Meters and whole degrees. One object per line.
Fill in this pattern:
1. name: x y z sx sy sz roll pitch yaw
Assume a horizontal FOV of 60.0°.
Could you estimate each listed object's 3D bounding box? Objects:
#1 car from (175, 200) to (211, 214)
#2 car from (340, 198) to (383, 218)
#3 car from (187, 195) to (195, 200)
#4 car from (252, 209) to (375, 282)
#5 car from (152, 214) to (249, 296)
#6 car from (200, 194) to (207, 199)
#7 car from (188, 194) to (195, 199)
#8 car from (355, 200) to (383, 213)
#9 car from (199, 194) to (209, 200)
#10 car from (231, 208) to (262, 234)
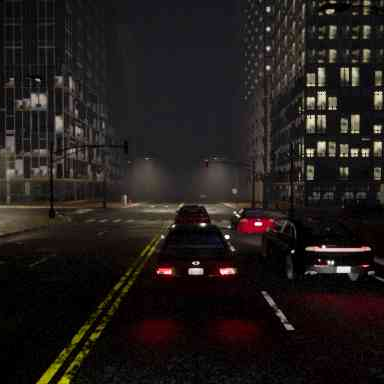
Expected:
1. car: 0.061 1.467 18.609 1.882 1.535 5.008 0 0 1
2. car: 16.130 1.517 30.256 5.009 1.841 2.192 1 0 1
3. car: -0.193 1.438 81.422 1.812 1.442 4.674 0 0 0
4. car: 3.326 1.487 9.704 2.128 1.511 4.902 0 0 0
5. car: 0.081 1.543 8.789 2.033 1.411 5.357 0 0 0
6. car: 3.033 1.262 91.431 1.812 1.442 4.674 0 0 0
7. car: -0.217 1.333 91.454 1.895 1.301 4.718 0 0 0
8. car: 21.719 1.641 38.555 4.829 1.417 1.752 1 0 1
9. car: 3.057 1.509 81.459 1.895 1.301 4.718 0 0 0
10. car: 3.306 1.554 18.504 1.994 1.385 4.181 0 0 0
